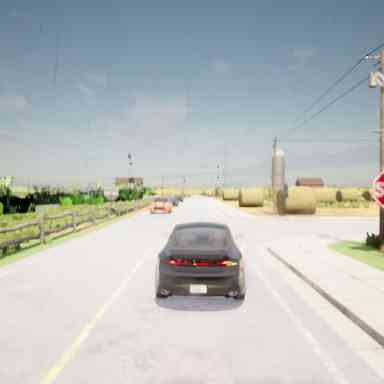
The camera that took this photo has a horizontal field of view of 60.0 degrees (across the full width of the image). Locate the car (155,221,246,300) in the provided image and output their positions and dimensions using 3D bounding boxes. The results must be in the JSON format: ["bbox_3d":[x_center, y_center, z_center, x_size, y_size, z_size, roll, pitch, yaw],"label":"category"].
[{"bbox_3d":[0.264,1.495,8.401,1.837,1.490,4.892,0,0,4],"label":"car"}]

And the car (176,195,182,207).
[{"bbox_3d":[-2.955,1.491,49.823,2.033,1.411,5.357,0,0,1],"label":"car"}]

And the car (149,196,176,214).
[{"bbox_3d":[-3.162,1.314,34.656,2.097,1.767,4.553,0,0,1],"label":"car"}]

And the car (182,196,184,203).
[{"bbox_3d":[-2.648,1.432,67.662,1.837,1.490,4.892,0,0,1],"label":"car"}]
